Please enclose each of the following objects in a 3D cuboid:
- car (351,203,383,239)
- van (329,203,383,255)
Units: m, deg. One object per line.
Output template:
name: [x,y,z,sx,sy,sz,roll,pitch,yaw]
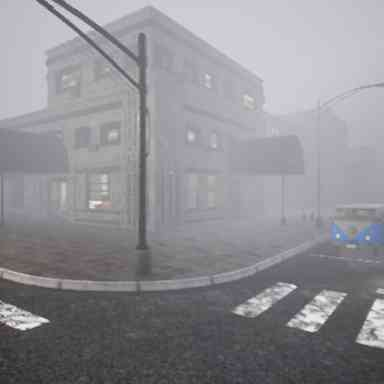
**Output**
car: [9.867,1.440,17.615,1.967,1.590,4.097,0,0,35]
van: [6.668,1.340,13.112,1.690,1.788,3.998,0,0,35]
